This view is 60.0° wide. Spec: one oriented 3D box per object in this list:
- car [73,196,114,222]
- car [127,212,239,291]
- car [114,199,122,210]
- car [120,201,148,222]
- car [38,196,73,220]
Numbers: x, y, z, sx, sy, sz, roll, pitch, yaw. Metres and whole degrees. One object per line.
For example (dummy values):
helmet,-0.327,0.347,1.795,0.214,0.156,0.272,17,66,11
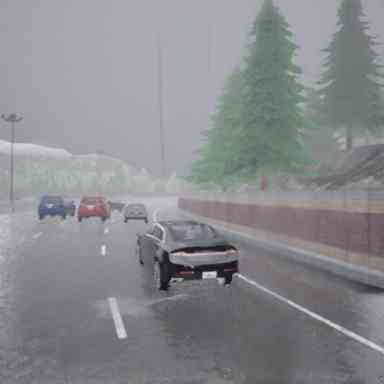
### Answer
car,-8.202,1.350,28.229,2.150,2.045,5.566,0,0,-9
car,-0.370,1.545,9.336,2.128,1.511,4.902,0,0,-18
car,-9.508,1.706,41.983,1.837,1.490,4.892,0,0,-3
car,-4.594,1.687,27.462,2.033,1.411,5.357,0,0,-9
car,-11.999,1.340,29.840,2.150,2.045,5.566,0,0,-8
